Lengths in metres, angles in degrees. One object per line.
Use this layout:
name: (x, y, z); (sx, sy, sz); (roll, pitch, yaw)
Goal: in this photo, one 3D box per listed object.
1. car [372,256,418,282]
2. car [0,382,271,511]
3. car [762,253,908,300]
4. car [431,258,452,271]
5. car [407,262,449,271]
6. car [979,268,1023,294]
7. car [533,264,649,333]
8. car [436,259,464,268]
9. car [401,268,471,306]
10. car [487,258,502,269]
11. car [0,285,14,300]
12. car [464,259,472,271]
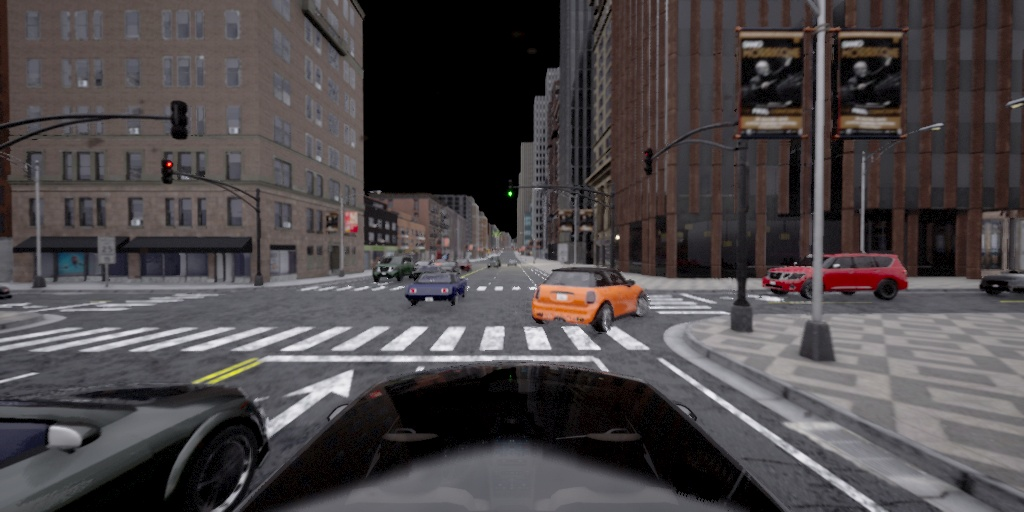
car: (-9.851, 1.009, 30.308); (2.150, 2.045, 5.566); (0, 0, 0)
car: (-3.149, 1.312, 1.473); (1.994, 1.385, 4.181); (0, 0, 0)
car: (14.841, 0.888, 16.630); (5.566, 2.045, 2.150); (0, 1, 0)
car: (-9.829, 1.165, 50.308); (2.097, 1.767, 4.553); (0, 0, 1)
car: (-6.587, 1.386, 28.638); (1.895, 1.301, 4.718); (0, 0, -1)
car: (24.897, 1.133, 16.666); (4.892, 1.490, 1.837); (0, 1, 0)
car: (2.580, 1.117, 11.148); (2.097, 1.767, 4.553); (1, 0, 36)
car: (-6.597, 1.303, 37.908); (1.837, 1.490, 4.892); (0, 0, 0)
car: (-3.148, 1.366, 15.871); (1.895, 1.301, 4.718); (0, 0, 0)
car: (-3.148, 1.424, 59.946); (1.895, 1.301, 4.718); (0, 0, 0)
car: (-24.106, 1.404, 14.629); (5.357, 1.411, 2.033); (0, 1, 0)
car: (-6.587, 1.162, 47.743); (2.097, 1.767, 4.553); (0, 0, 0)
